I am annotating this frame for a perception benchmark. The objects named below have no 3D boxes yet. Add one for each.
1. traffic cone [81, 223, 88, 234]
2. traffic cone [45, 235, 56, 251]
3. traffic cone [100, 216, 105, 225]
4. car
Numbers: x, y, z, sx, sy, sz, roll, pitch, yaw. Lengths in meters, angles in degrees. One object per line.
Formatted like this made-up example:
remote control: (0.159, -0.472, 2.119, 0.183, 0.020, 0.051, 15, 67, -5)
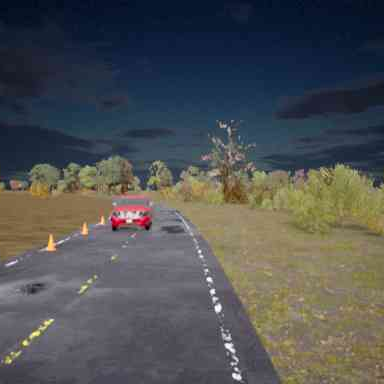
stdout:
traffic cone: (-5.735, 1.938, 17.810, 0.340, 0.580, 0.340, 0, 0, -4)
traffic cone: (-5.444, 1.943, 12.865, 0.340, 0.580, 0.340, 0, 0, -3)
traffic cone: (-6.112, 1.932, 22.749, 0.340, 0.580, 0.340, 0, 0, -5)
car: (-3.554, 1.200, 20.580, 2.150, 2.045, 5.566, 0, 0, -4)
